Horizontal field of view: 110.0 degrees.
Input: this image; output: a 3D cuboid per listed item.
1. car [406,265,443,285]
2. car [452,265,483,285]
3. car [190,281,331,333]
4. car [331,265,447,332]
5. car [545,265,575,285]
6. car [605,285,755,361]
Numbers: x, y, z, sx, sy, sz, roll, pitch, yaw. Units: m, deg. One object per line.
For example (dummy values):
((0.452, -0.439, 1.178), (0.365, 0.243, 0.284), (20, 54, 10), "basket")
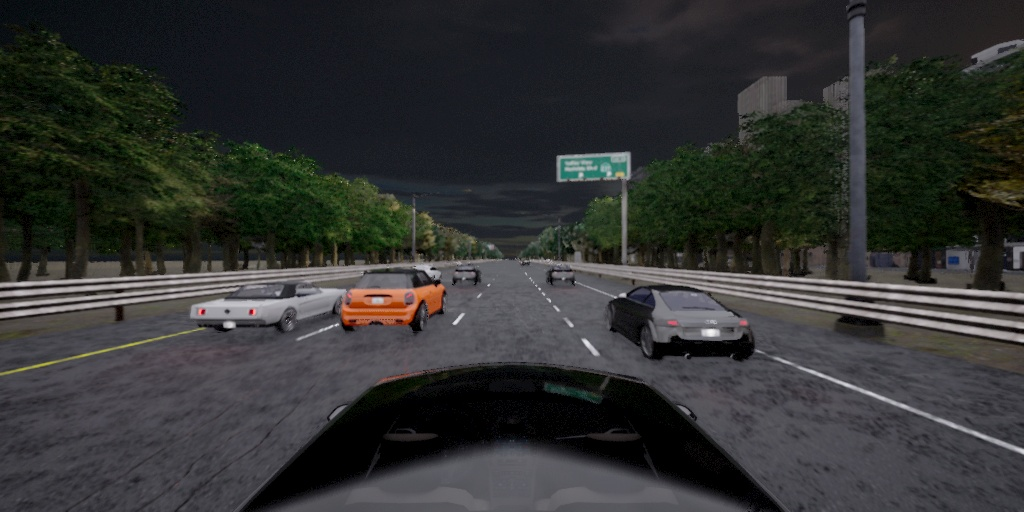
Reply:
((-6.869, 1.448, 28.573), (1.812, 1.442, 4.674), (0, 0, 0), "car")
((-3.373, 1.408, 27.623), (2.128, 1.511, 4.902), (0, 0, 0), "car")
((-6.900, 1.412, 10.998), (1.895, 1.301, 4.718), (0, 0, 0), "car")
((-3.402, 1.165, 11.239), (2.097, 1.767, 4.553), (0, 0, 0), "car")
((3.628, 1.410, 27.614), (2.128, 1.511, 4.902), (0, 0, 0), "car")
((3.589, 1.361, 8.467), (1.994, 1.385, 4.181), (0, 0, 0), "car")
